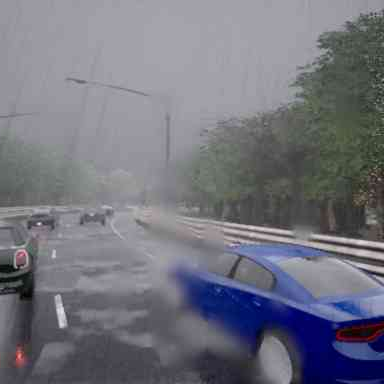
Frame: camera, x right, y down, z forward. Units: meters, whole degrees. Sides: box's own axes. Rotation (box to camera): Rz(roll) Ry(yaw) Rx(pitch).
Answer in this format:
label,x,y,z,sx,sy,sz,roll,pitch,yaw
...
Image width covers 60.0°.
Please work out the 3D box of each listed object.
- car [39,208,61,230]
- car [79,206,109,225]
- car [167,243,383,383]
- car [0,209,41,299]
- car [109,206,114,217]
label,x,y,z,sx,sy,sz,roll,pitch,yaw
car,-11.197,1.997,25.227,1.837,1.490,4.892,1,-2,-16
car,-8.988,2.013,30.351,2.097,1.767,4.553,1,-2,-13
car,1.176,1.611,5.612,1.882,1.535,5.008,1,-1,-26
car,-5.131,1.487,8.503,2.097,1.767,4.553,1,-1,-24
car,-11.650,2.553,44.559,1.882,1.535,5.008,1,-2,-6
